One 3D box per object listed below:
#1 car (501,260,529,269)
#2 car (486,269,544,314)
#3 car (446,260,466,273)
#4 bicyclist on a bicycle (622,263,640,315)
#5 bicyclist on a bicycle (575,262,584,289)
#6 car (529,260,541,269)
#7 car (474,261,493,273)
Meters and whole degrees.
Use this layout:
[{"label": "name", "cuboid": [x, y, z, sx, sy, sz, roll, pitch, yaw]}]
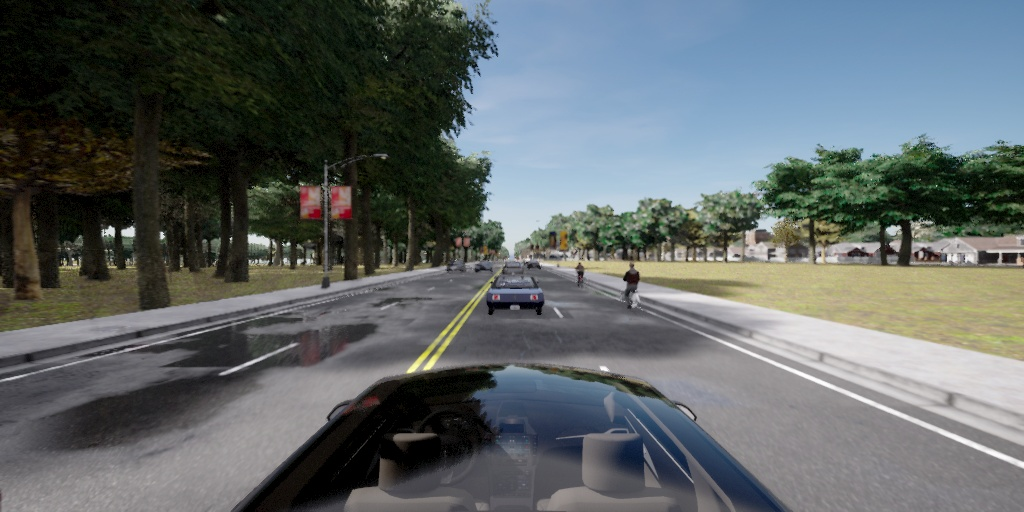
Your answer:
[{"label": "car", "cuboid": [0.100, 1.228, 31.593, 2.128, 1.511, 4.902, 0, 0, 0]}, {"label": "car", "cuboid": [0.100, 1.341, 13.587, 1.895, 1.301, 4.718, 0, 0, 0]}, {"label": "car", "cuboid": [-6.587, 1.229, 42.774, 2.128, 1.511, 4.902, 0, 0, 0]}, {"label": "bicyclist on a bicycle", "cuboid": [4.143, 1.112, 12.597, 0.659, 1.776, 1.843, 0, 0, 0]}, {"label": "bicyclist on a bicycle", "cuboid": [4.143, 1.190, 21.837, 0.582, 1.620, 1.656, 0, 0, 0]}, {"label": "car", "cuboid": [3.350, 1.270, 56.064, 1.812, 1.442, 4.674, 0, 0, 0]}, {"label": "car", "cuboid": [-3.332, 1.301, 43.006, 1.994, 1.385, 4.181, 0, 0, 0]}]
